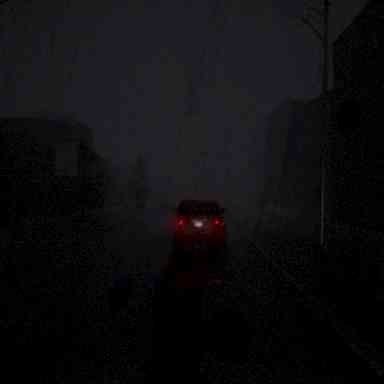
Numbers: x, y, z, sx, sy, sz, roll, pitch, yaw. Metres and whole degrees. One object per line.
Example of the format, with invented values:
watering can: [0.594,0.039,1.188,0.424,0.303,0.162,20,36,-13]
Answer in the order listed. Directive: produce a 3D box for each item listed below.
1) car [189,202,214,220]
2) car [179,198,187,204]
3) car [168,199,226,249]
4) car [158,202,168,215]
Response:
car: [0.861,1.744,31.493,2.128,1.511,4.902,0,0,1]
car: [-2.141,2.048,79.552,1.895,1.301,4.718,0,0,1]
car: [0.371,1.346,15.297,2.150,2.045,5.566,0,0,2]
car: [-2.732,1.851,38.237,2.033,1.411,5.357,0,0,1]
